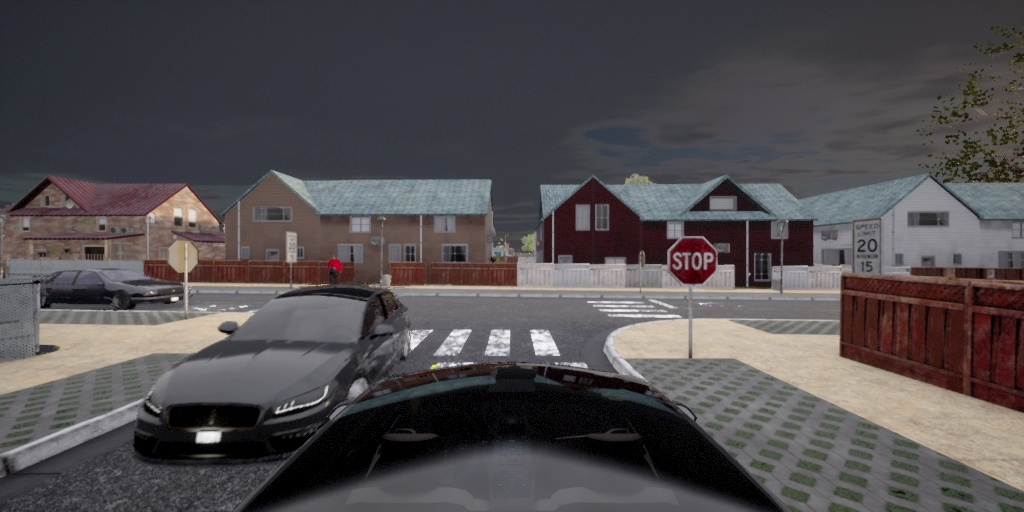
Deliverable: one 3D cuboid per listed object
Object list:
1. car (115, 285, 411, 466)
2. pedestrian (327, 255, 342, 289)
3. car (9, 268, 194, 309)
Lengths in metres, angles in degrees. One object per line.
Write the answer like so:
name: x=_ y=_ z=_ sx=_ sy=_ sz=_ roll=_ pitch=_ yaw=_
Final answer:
car: x=-2.755 y=1.256 z=5.406 sx=1.837 sy=1.490 sz=4.892 roll=2 pitch=0 yaw=-6
pedestrian: x=-9.397 y=0.800 z=18.925 sx=0.375 sy=1.860 sz=0.375 roll=0 pitch=0 yaw=1
car: x=-14.999 y=1.159 z=13.177 sx=5.357 sy=1.411 sz=2.033 roll=1 pitch=0 yaw=1
